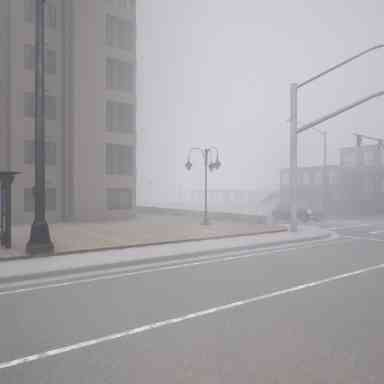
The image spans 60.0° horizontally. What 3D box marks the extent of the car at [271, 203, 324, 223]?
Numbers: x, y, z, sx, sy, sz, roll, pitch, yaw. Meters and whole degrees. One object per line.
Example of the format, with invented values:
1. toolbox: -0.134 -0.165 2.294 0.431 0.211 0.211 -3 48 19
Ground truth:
1. car: 9.141 1.744 29.119 2.097 1.767 4.553 1 -5 -36
